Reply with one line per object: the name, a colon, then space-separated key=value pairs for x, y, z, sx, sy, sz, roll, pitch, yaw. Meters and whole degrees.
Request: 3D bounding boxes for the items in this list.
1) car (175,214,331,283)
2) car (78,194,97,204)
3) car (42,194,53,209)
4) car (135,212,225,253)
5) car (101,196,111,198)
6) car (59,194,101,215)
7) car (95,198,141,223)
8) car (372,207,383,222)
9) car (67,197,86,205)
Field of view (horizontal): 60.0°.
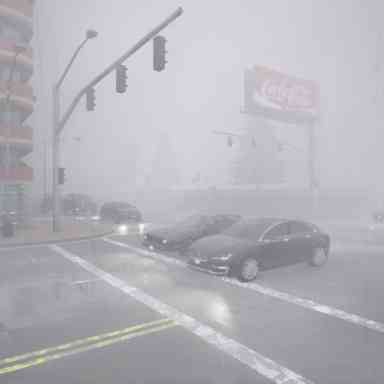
car: x=2.115 y=1.505 z=9.790 sx=4.892 sy=1.490 sz=1.837 roll=0 pitch=0 yaw=-35
car: x=-20.366 y=1.352 z=64.663 sx=2.097 sy=1.767 sz=4.553 roll=0 pitch=0 yaw=-36
car: x=-17.768 y=1.221 z=42.758 sx=2.150 sy=2.045 sz=5.566 roll=0 pitch=0 yaw=-35
car: x=0.756 y=1.547 z=13.119 sx=5.357 sy=1.411 sz=2.033 roll=0 pitch=0 yaw=-35
car: x=-14.984 y=1.478 z=57.183 sx=1.882 sy=1.535 sz=5.008 roll=0 pitch=0 yaw=-36
car: x=-11.612 y=1.221 z=34.185 sx=2.150 sy=2.045 sz=5.566 roll=0 pitch=0 yaw=-36
car: x=-5.616 y=1.505 z=25.848 sx=1.837 sy=1.490 sz=4.892 roll=0 pitch=0 yaw=-36
car: x=15.557 y=1.506 z=24.585 sx=4.892 sy=1.490 sz=1.837 roll=0 pitch=0 yaw=-24
car: x=-20.521 y=1.564 z=58.887 sx=1.994 sy=1.385 sz=4.181 roll=0 pitch=0 yaw=-36
